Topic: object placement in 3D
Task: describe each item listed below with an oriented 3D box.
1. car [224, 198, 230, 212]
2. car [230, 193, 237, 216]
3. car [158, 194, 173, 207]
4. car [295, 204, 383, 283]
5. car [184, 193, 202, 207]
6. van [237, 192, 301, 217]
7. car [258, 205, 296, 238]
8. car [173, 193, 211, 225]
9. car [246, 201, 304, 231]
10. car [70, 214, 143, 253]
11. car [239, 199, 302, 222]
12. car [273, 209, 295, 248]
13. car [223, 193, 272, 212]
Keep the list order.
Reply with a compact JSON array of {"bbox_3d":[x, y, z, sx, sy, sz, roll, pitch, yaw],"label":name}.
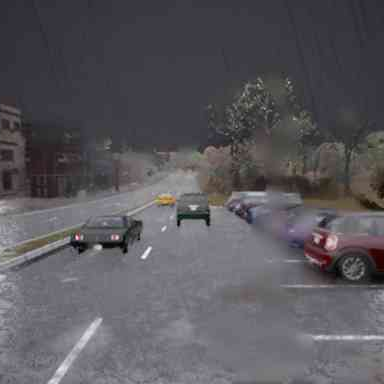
[{"bbox_3d":[5.526,1.242,28.321,4.892,1.521,2.231,0,1,0],"label":"car"},{"bbox_3d":[5.501,1.155,25.692,4.553,1.767,2.185,0,1,0],"label":"car"},{"bbox_3d":[-3.160,0.960,41.764,1.882,1.535,5.008,0,1,0],"label":"car"},{"bbox_3d":[5.505,1.321,9.030,4.553,1.767,2.185,0,0,0],"label":"car"},{"bbox_3d":[0.089,0.954,42.533,2.128,1.511,4.902,0,2,0],"label":"car"},{"bbox_3d":[5.649,1.092,22.806,4.442,1.987,1.878,0,1,0],"label":"van"},{"bbox_3d":[5.537,1.444,14.546,4.674,1.452,2.002,0,0,0],"label":"car"},{"bbox_3d":[0.087,1.062,22.731,2.150,2.045,5.566,0,1,0],"label":"car"},{"bbox_3d":[5.504,1.410,17.304,4.792,1.488,2.163,0,1,0],"label":"car"},{"bbox_3d":[-3.159,1.535,13.339,1.895,1.301,4.718,0,0,0],"label":"car"},{"bbox_3d":[5.563,1.379,20.056,4.792,1.488,2.163,0,1,0],"label":"car"},{"bbox_3d":[5.533,1.466,11.792,4.674,1.452,2.002,0,0,0],"label":"car"},{"bbox_3d":[5.560,1.019,33.828,4.553,1.767,2.185,0,1,0],"label":"car"}]
